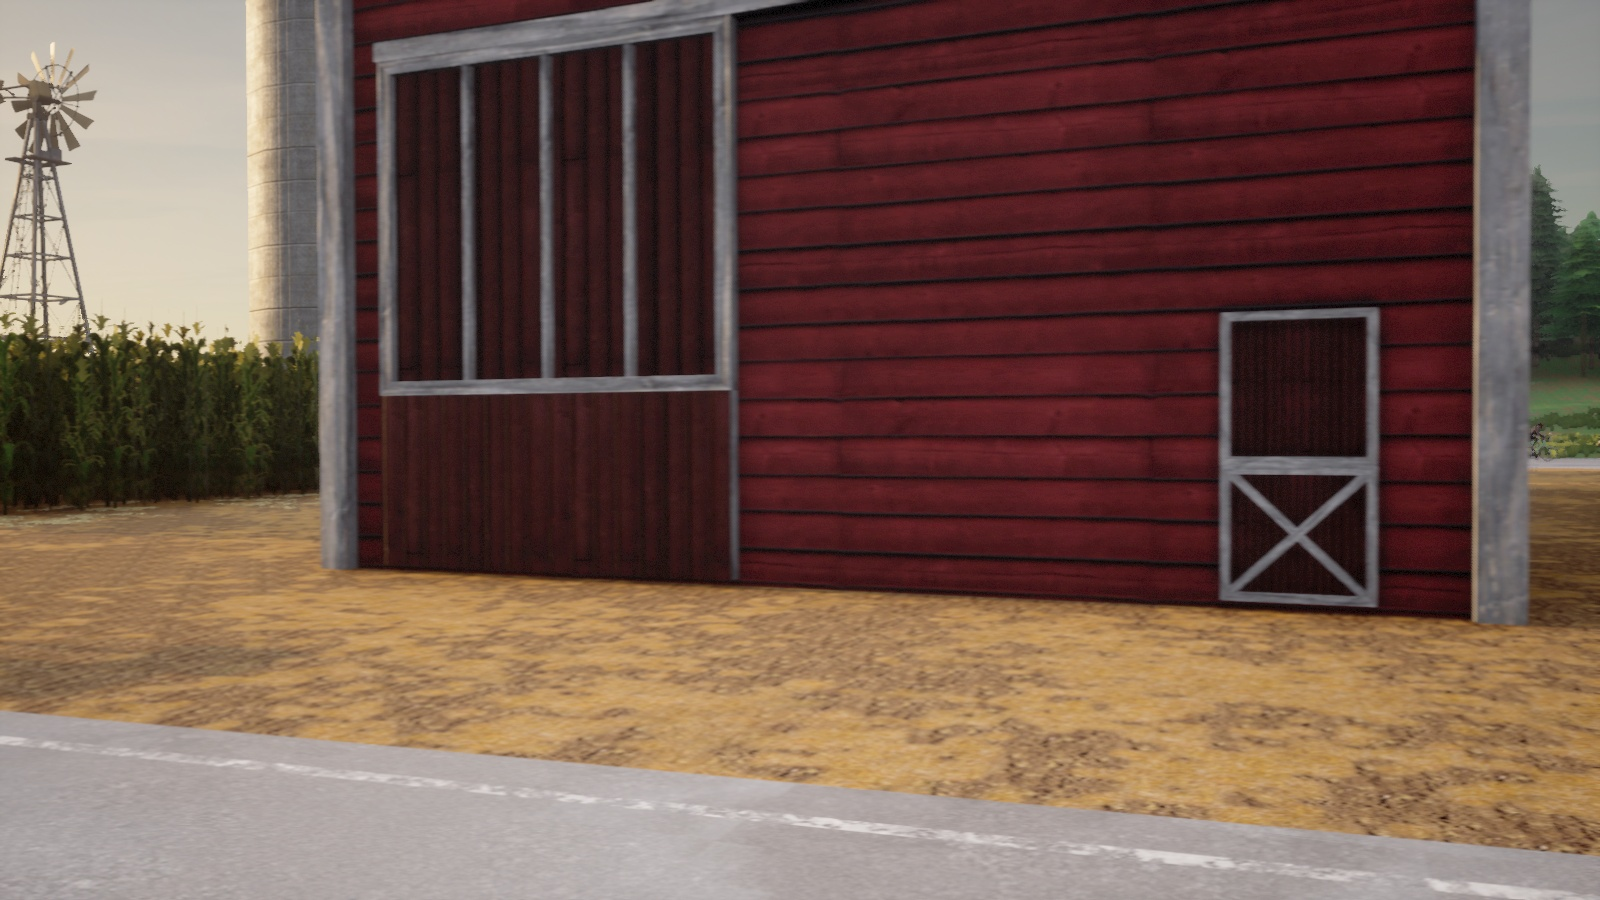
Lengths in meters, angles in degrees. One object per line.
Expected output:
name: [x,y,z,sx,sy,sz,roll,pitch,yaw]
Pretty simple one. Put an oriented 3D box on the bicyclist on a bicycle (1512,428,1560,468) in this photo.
bicyclist on a bicycle: [30.985,-0.091,52.870,1.656,1.620,0.582,1,1,22]
